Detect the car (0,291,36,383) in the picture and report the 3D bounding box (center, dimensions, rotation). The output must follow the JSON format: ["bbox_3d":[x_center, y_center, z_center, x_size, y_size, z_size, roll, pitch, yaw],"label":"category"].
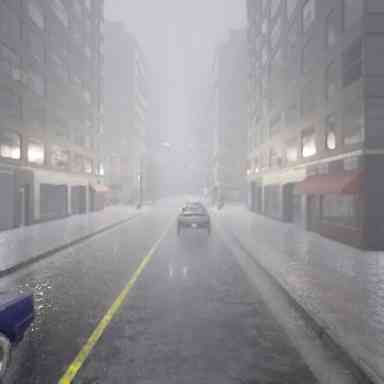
[{"bbox_3d":[-3.091,1.596,2.366,1.895,1.301,4.718,0,0,0],"label":"car"}]

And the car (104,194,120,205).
[{"bbox_3d":[-14.892,1.255,57.150,5.009,1.841,2.192,0,0,0],"label":"car"}]

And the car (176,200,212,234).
[{"bbox_3d":[0.101,1.461,18.969,2.128,1.511,4.902,0,0,0],"label":"car"}]
